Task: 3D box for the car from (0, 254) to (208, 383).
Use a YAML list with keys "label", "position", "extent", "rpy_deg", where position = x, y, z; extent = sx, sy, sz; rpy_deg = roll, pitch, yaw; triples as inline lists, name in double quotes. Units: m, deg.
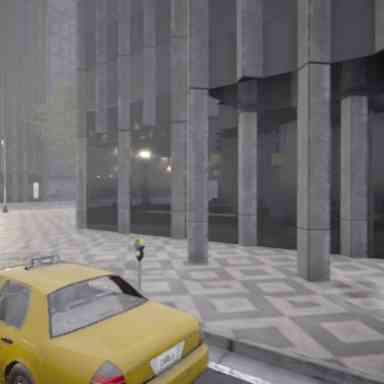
- label: "car"
  position: [-2.111, 1.520, 4.457]
  extent: [4.829, 1.417, 1.752]
  rpy_deg: [0, 0, 35]
